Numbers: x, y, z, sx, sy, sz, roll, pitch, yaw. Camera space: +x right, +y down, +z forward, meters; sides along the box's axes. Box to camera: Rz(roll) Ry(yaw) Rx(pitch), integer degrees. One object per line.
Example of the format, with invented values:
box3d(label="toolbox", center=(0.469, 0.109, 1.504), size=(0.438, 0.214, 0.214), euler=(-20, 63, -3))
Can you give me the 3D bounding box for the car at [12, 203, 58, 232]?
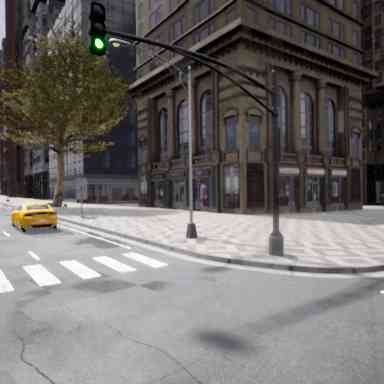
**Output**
box3d(label="car", center=(-9.500, 1.392, 19.915), size=(1.882, 1.535, 5.008), euler=(-1, 1, -36))
